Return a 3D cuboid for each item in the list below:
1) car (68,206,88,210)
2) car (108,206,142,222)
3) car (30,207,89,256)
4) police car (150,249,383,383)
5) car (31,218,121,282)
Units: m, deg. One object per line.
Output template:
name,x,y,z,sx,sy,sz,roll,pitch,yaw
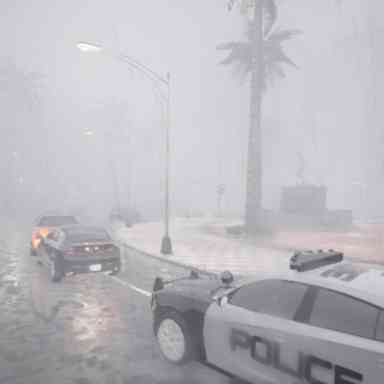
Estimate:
car,-16.103,2.622,44.861,2.097,1.767,4.553,0,-2,25
car,-7.431,2.418,37.616,2.097,1.767,4.553,0,-2,20
car,-6.244,1.764,15.366,2.097,1.767,4.553,1,-2,-24
police car,1.415,1.571,4.175,1.930,1.638,5.238,2,-2,-44
car,-3.830,1.805,10.863,1.837,1.490,4.892,2,-2,-32
